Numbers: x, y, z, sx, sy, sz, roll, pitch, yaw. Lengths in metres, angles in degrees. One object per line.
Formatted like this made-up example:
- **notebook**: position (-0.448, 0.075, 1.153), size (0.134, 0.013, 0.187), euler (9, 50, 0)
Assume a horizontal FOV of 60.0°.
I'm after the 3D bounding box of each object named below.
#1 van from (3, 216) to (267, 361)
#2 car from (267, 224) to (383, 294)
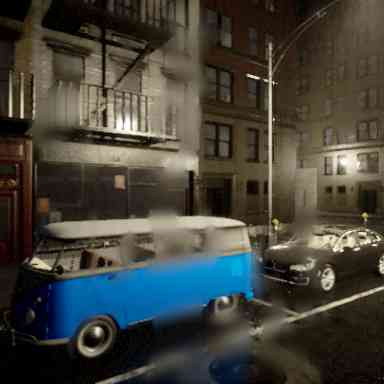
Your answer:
- **van**: position (-0.780, 1.348, 5.640), size (3.998, 1.788, 1.690), euler (0, 0, -36)
- **car**: position (3.617, 1.571, 8.783), size (4.403, 1.369, 2.008), euler (0, 0, -36)
